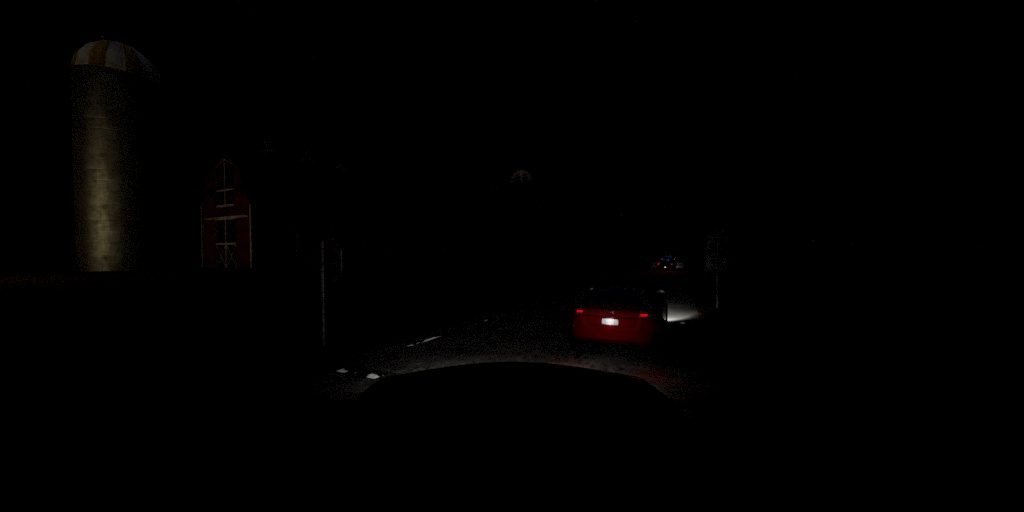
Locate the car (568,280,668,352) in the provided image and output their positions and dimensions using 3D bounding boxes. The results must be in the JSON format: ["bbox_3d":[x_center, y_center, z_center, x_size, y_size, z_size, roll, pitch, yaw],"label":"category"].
[{"bbox_3d":[2.847,1.306,9.141,1.994,1.385,4.181,0,0,25],"label":"car"}]

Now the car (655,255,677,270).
[{"bbox_3d":[16.371,0.787,38.094,1.895,1.301,4.718,0,1,25],"label":"car"}]
